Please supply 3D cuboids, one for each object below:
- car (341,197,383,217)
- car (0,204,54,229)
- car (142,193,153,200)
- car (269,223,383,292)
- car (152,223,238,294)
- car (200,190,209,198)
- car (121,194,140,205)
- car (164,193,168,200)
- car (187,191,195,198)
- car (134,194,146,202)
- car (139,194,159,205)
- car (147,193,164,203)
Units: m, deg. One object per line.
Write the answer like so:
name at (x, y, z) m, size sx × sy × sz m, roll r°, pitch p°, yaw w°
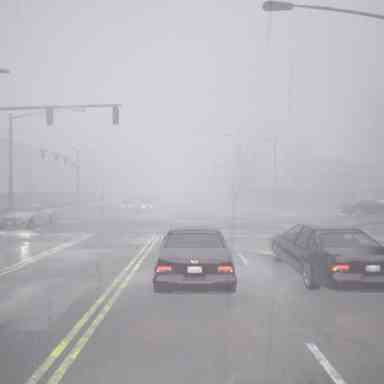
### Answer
car at (16.650, 1.477, 31.226) m, size 5.008 × 1.535 × 1.882 m, roll 0°, pitch 0°, yaw -1°
car at (-10.651, 1.521, 21.714) m, size 1.812 × 1.442 × 4.674 m, roll 0°, pitch 0°, yaw 0°
car at (-10.684, 1.066, 79.838) m, size 2.033 × 1.411 × 5.357 m, roll 0°, pitch 1°, yaw 0°
car at (3.559, 1.546, 9.040) m, size 2.033 × 1.411 × 5.357 m, roll 0°, pitch 0°, yaw 0°
car at (0.059, 1.546, 8.933) m, size 2.033 × 1.411 × 5.357 m, roll 0°, pitch 0°, yaw 0°
car at (3.296, 0.575, 88.514) m, size 2.150 × 2.045 × 5.566 m, roll 0°, pitch 1°, yaw 0°
car at (-10.719, 1.409, 57.127) m, size 2.033 × 1.411 × 5.357 m, roll 0°, pitch 1°, yaw 0°
car at (-7.172, 1.119, 74.847) m, size 1.837 × 1.490 × 4.892 m, roll 0°, pitch 1°, yaw 0°
car at (-0.204, 0.702, 88.648) m, size 2.097 × 1.767 × 4.553 m, roll 0°, pitch 1°, yaw 0°
car at (-10.658, 1.223, 68.611) m, size 1.837 × 1.490 × 4.892 m, roll 0°, pitch 1°, yaw 0°
car at (-7.214, 1.436, 55.930) m, size 1.994 × 1.385 × 4.181 m, roll 0°, pitch 1°, yaw 0°
car at (-7.192, 1.122, 64.606) m, size 2.097 × 1.767 × 4.553 m, roll 0°, pitch 1°, yaw 0°
